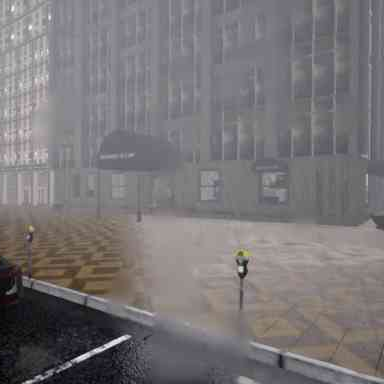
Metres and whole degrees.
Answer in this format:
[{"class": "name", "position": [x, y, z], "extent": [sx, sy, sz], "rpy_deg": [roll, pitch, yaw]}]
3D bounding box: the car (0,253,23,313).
[{"class": "car", "position": [-4.978, 1.564, 6.443], "extent": [4.313, 1.339, 1.947], "rpy_deg": [0, 1, 36]}]
